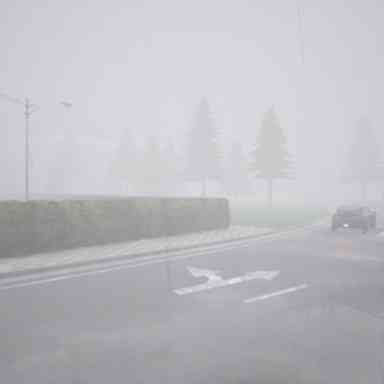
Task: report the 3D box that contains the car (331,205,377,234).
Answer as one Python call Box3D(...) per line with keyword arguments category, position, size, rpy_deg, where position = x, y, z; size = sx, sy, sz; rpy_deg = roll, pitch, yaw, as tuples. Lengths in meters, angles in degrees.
Box3D(category="car", position=(9.576, 1.509, 19.578), size=(1.837, 1.490, 4.892), rpy_deg=(1, 0, 36))
